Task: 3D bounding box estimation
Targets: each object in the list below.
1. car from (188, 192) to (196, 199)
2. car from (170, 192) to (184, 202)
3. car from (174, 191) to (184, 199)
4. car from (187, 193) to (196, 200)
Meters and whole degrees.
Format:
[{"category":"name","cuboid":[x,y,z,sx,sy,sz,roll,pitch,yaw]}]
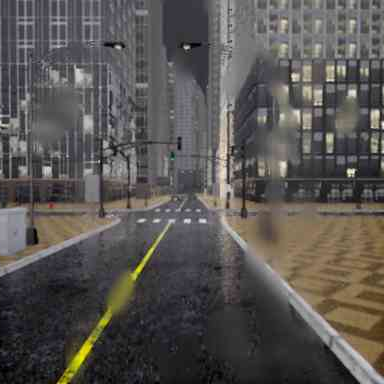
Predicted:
[{"category":"car","cuboid":[-0.006,0.919,84.919,2.097,1.767,4.553,0,0,0]},{"category":"car","cuboid":[-3.029,1.166,62.894,2.128,1.511,4.902,0,0,0]},{"category":"car","cuboid":[-3.006,0.756,79.158,2.097,1.767,4.553,0,0,0]},{"category":"car","cuboid":[-0.006,1.143,74.932,1.812,1.442,4.674,0,0,0]}]
